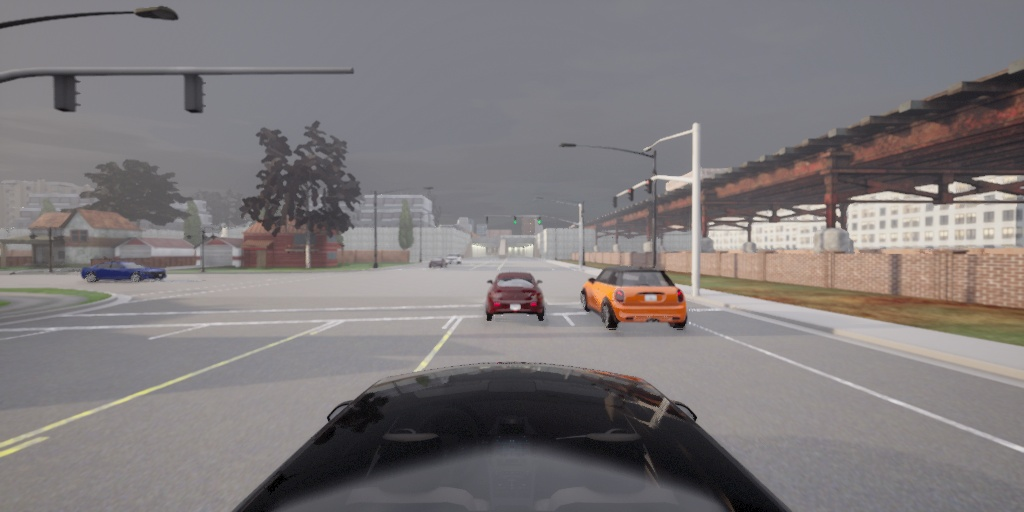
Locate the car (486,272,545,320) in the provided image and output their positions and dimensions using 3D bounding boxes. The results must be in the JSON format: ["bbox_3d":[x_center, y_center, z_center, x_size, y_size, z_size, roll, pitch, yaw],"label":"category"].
[{"bbox_3d":[0.099,1.266,12.513,1.812,1.442,4.674,0,1,0],"label":"car"}]

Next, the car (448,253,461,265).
[{"bbox_3d":[-10.484,0.493,64.454,2.150,2.045,5.566,0,0,0],"label":"car"}]

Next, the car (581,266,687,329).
[{"bbox_3d":[3.596,1.098,11.398,2.097,1.767,4.553,0,0,0],"label":"car"}]

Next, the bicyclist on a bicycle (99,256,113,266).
[{"bbox_3d":[-41.456,0.798,36.675,0.582,1.620,1.656,0,0,-2],"label":"bicyclist on a bicycle"}]

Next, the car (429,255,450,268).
[{"bbox_3d":[-10.518,0.933,51.109,1.812,1.442,4.674,0,1,0],"label":"car"}]

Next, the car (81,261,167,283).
[{"bbox_3d":[-28.588,1.150,26.533,5.008,1.535,1.882,0,1,-1],"label":"car"}]
